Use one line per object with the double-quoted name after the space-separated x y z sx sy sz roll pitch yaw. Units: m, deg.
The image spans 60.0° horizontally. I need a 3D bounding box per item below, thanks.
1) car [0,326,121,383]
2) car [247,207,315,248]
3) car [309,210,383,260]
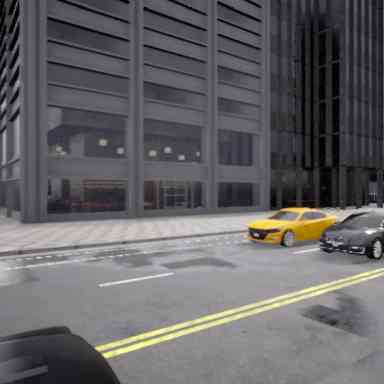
-2.594 1.600 1.592 4.718 1.301 1.895 0 0 -35 "car"
4.656 1.476 14.982 5.008 1.535 1.882 0 0 -35 "car"
6.759 1.503 12.488 4.892 1.490 1.837 0 0 -35 "car"
